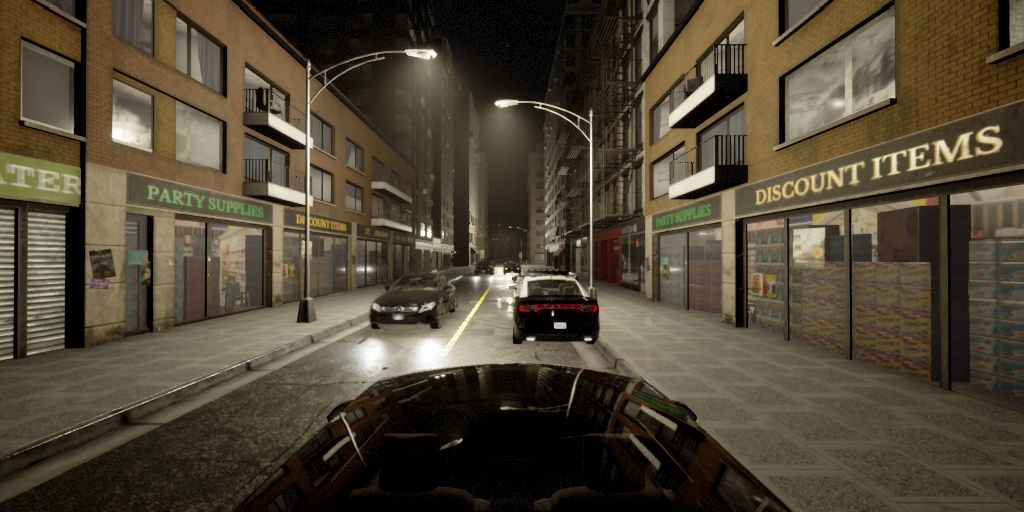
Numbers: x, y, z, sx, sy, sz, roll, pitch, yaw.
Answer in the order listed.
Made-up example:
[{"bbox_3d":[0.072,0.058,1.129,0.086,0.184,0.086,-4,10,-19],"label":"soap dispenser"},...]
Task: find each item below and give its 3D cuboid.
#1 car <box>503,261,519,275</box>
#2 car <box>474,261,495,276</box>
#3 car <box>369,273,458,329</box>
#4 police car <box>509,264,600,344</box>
[{"bbox_3d":[0.028,1.373,39.283,1.895,1.301,4.718,0,0,0],"label":"car"},{"bbox_3d":[-2.797,1.274,36.919,1.837,1.490,4.892,0,0,0],"label":"car"},{"bbox_3d":[-2.861,1.277,11.350,1.812,1.442,4.674,0,0,0],"label":"car"},{"bbox_3d":[0.953,1.178,9.702,1.930,1.638,5.238,0,0,0],"label":"police car"}]
